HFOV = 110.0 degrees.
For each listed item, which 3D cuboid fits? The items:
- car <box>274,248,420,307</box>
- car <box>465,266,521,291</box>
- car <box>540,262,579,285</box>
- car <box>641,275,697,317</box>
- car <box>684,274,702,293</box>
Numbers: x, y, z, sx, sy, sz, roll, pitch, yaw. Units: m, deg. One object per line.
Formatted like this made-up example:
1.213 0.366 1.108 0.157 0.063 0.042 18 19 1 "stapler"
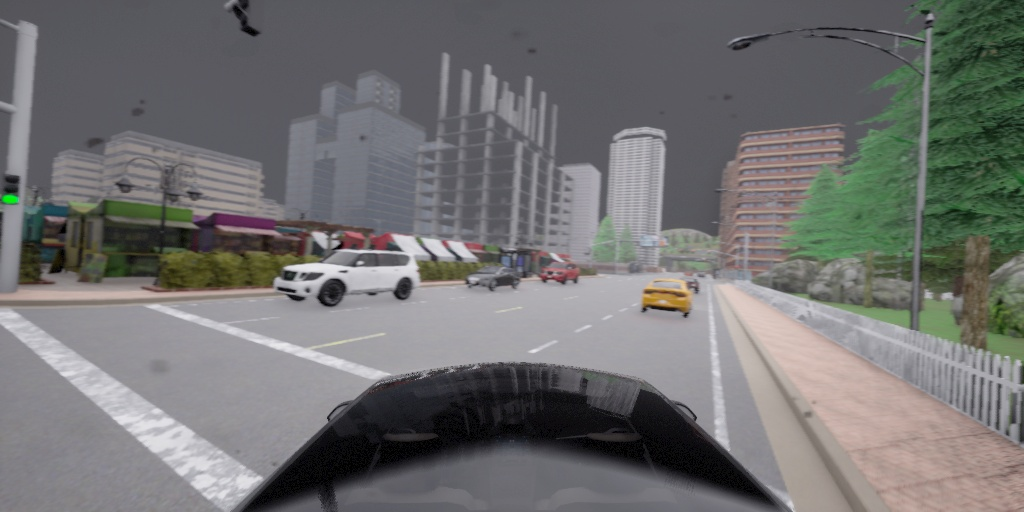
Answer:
-6.099 0.721 14.189 2.150 2.045 5.566 3 -1 29 "car"
-1.128 1.386 23.358 2.128 1.511 4.902 3 -1 29 "car"
4.655 1.572 33.952 2.150 2.045 5.566 3 0 29 "car"
7.341 1.823 16.769 1.882 1.535 5.008 3 -1 29 "car"
16.228 2.650 33.130 1.895 1.301 4.718 3 -1 29 "car"
